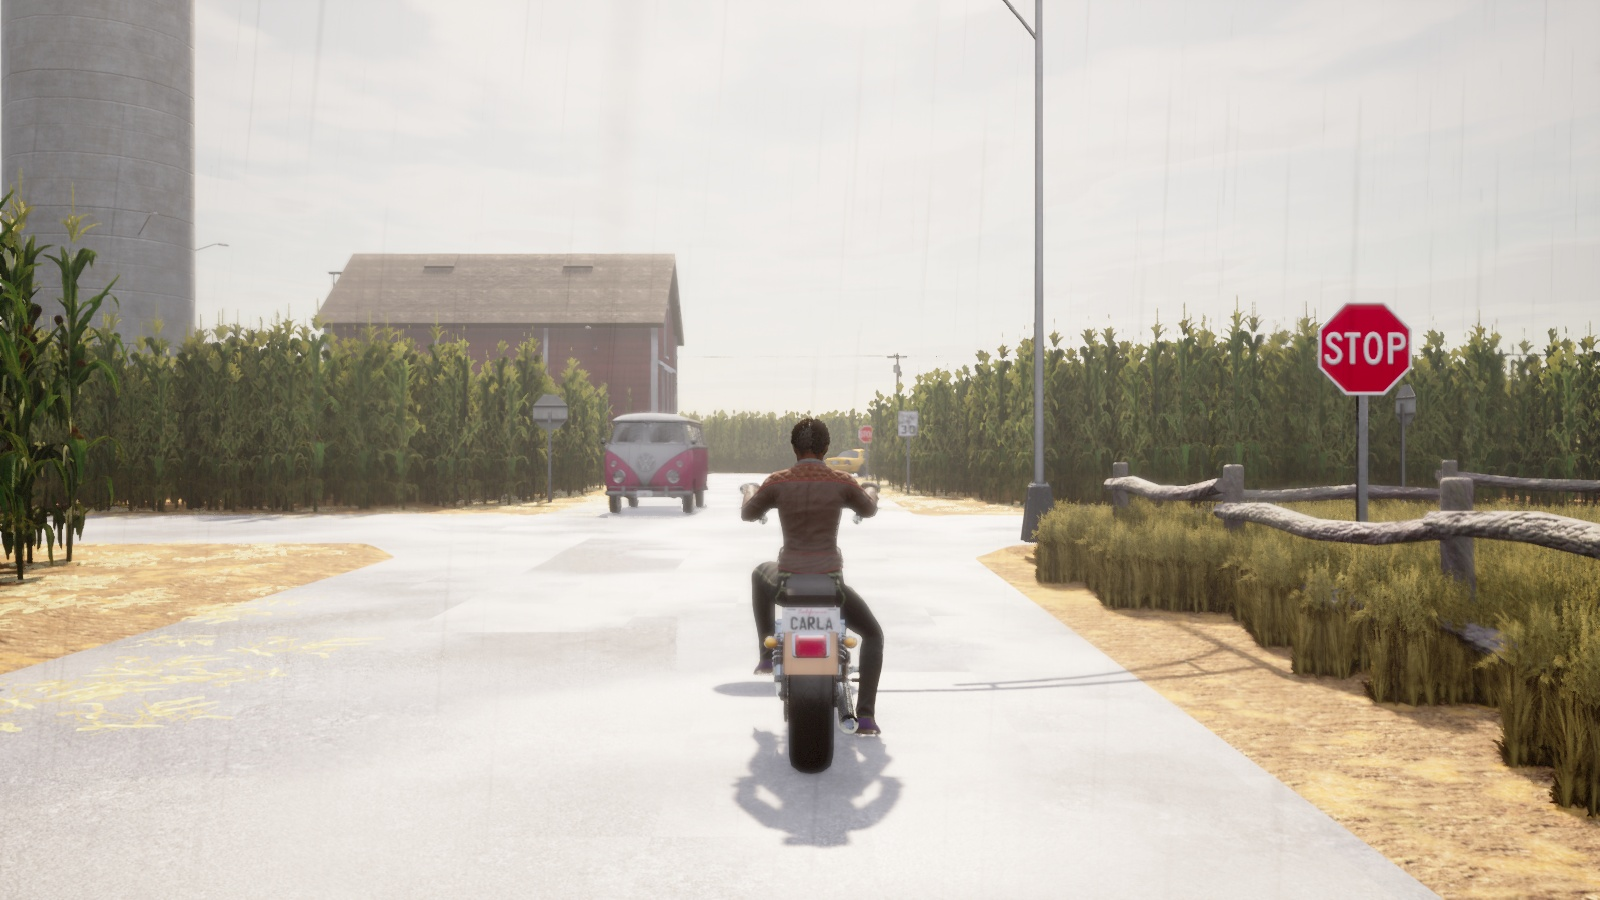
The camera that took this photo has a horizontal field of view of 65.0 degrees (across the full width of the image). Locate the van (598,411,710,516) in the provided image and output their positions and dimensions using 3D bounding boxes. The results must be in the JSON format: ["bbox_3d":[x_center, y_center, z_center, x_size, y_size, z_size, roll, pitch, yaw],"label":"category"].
[{"bbox_3d":[-2.934,0.259,26.041,1.775,1.987,4.442,0,0,0],"label":"van"}]

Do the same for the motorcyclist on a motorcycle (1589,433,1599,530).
[{"bbox_3d":[14.875,0.549,21.415,2.350,1.649,0.766,0,0,1],"label":"motorcyclist on a motorcycle"}]

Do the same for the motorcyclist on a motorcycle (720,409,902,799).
[{"bbox_3d":[0.053,0.647,6.489,0.766,1.649,2.350,0,0,0],"label":"motorcyclist on a motorcycle"}]

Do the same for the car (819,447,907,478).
[{"bbox_3d":[3.352,0.614,65.897,1.801,1.575,5.366,0,0,39],"label":"car"}]
